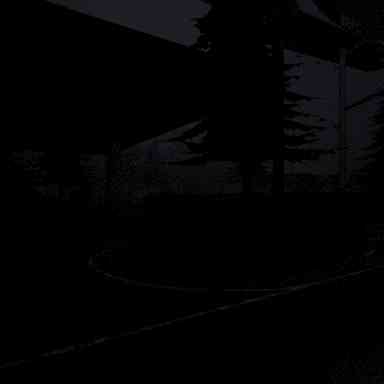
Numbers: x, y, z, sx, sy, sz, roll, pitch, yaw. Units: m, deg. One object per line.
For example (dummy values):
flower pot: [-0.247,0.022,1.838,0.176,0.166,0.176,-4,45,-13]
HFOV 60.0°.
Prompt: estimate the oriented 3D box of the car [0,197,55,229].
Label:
car: [-11.886,1.313,23.526,3.866,1.878,1.905,0,0,-36]
